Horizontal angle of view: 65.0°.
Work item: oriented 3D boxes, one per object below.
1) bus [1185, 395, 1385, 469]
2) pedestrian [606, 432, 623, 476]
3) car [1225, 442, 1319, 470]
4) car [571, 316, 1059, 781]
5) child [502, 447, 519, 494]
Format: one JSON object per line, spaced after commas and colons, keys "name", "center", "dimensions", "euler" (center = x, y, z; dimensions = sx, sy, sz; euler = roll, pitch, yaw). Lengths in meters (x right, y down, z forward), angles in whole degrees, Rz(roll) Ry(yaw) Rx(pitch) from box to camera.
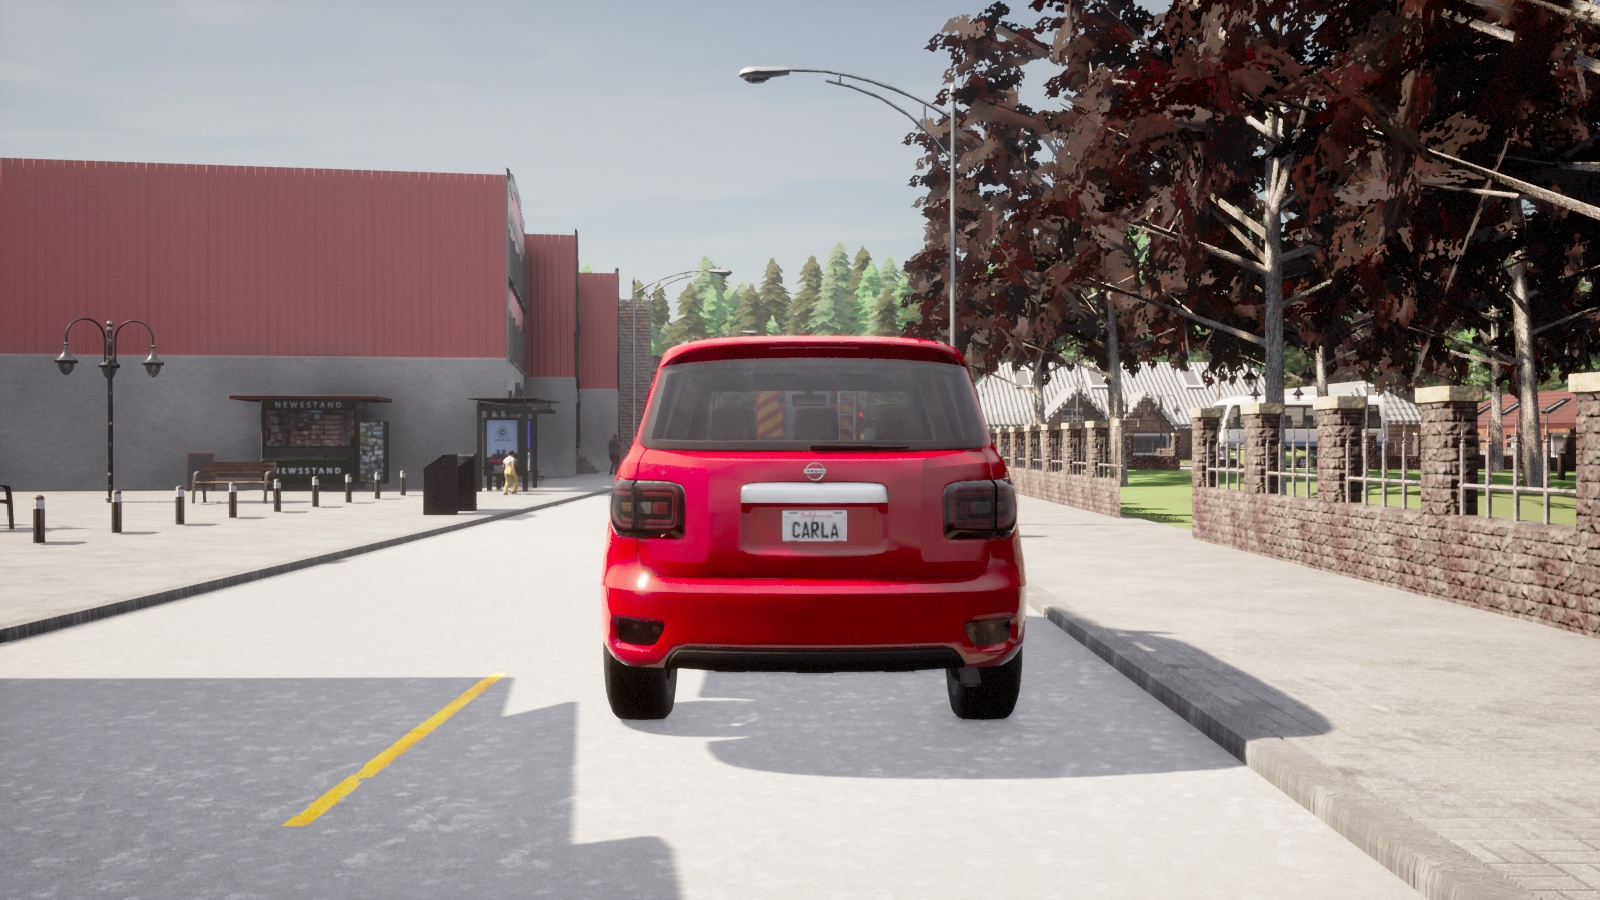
{"name": "bus", "center": [28.495, -1.026, 74.185], "dimensions": [10.273, 4.253, 3.944], "euler": [0, 0, 1]}
{"name": "pedestrian", "center": [-7.867, 0.149, 53.271], "dimensions": [0.540, 1.848, 0.694], "euler": [0, 0, 11]}
{"name": "car", "center": [26.317, 0.319, 70.087], "dimensions": [4.514, 1.525, 2.007], "euler": [0, 0, -1]}
{"name": "car", "center": [0.065, 0.419, 8.312], "dimensions": [2.150, 2.045, 5.566], "euler": [0, 0, 0]}
{"name": "child", "center": [-7.806, 0.538, 33.840], "dimensions": [0.270, 1.263, 0.437], "euler": [0, 0, 19]}
